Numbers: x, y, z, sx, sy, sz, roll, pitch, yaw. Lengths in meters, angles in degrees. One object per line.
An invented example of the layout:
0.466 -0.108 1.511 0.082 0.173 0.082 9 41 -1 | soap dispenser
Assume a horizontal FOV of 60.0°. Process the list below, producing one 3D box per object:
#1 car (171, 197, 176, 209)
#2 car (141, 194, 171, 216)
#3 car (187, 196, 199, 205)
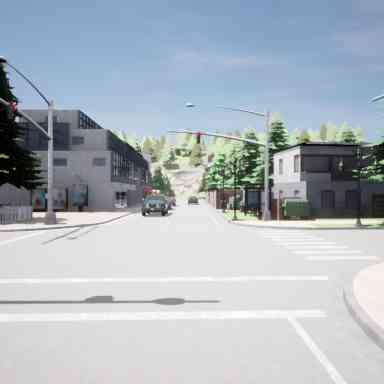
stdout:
-3.538 1.491 42.749 2.128 1.511 4.902 0 0 0 | car
-3.555 1.221 32.699 2.150 2.045 5.566 0 0 0 | car
0.185 1.505 59.556 1.837 1.490 4.892 0 0 0 | car
